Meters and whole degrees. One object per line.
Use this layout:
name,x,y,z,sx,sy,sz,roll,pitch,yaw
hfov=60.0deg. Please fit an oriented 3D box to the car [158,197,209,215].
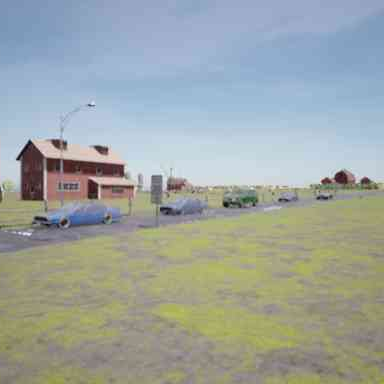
car,-0.601,1.160,28.783,2.033,1.411,5.357,1,1,36

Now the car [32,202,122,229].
car,-6.776,1.313,20.298,2.033,1.411,5.357,1,1,37

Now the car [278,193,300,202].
car,14.534,0.827,49.555,2.033,1.411,5.357,1,1,36

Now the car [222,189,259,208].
car,5.538,0.677,37.254,2.150,2.045,5.566,1,1,36

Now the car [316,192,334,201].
car,22.056,0.715,55.098,1.895,1.301,4.718,1,1,36
